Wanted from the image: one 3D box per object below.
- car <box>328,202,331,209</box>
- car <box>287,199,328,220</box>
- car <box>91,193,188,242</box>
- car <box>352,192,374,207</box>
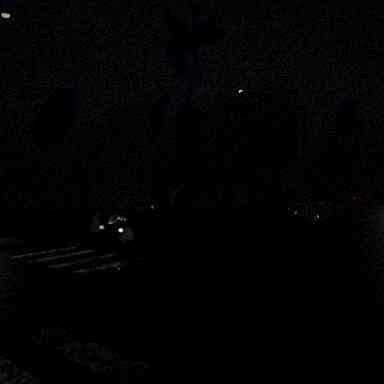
[{"bbox_3d":[14.811,1.403,39.193,1.895,1.301,4.718,0,0,36],"label":"car"},{"bbox_3d":[9.003,1.350,26.282,1.812,1.442,4.674,0,0,36],"label":"car"},{"bbox_3d":[-2.127,1.093,16.036,2.150,2.045,5.566,0,0,36],"label":"car"},{"bbox_3d":[24.508,1.068,47.522,2.150,2.045,5.566,0,0,36],"label":"car"}]
